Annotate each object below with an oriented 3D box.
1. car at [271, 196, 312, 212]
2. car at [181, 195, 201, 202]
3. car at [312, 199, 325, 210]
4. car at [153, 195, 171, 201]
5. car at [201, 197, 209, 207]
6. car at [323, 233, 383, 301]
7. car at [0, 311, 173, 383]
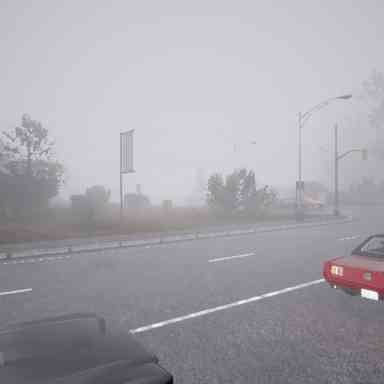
[{"bbox_3d":[10.141,1.404,36.090,1.895,1.301,4.718,-1,0,-39],"label":"car"},{"bbox_3d":[0.018,1.276,65.724,2.033,1.411,5.357,-1,0,-38],"label":"car"},{"bbox_3d":[12.766,1.252,38.413,1.882,1.535,5.008,-1,0,-39],"label":"car"},{"bbox_3d":[-6.714,1.330,73.992,1.895,1.301,4.718,-1,0,-38],"label":"car"},{"bbox_3d":[3.752,1.161,44.025,2.097,1.767,4.553,-1,0,-39],"label":"car"},{"bbox_3d":[5.054,1.570,7.366,4.718,1.301,1.895,0,0,-36],"label":"car"},{"bbox_3d":[-2.394,1.601,2.028,4.718,1.301,1.895,0,0,-36],"label":"car"}]
